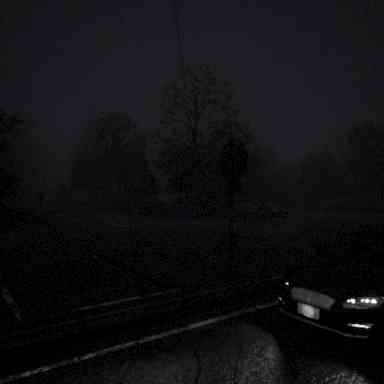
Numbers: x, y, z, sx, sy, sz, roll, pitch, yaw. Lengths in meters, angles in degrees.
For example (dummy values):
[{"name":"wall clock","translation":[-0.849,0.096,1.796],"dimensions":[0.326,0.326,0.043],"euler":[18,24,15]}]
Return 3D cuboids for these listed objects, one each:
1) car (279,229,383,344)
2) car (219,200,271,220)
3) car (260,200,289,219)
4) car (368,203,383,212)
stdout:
[{"name":"car","translation":[3.713,1.515,6.349],"dimensions":[4.902,1.511,2.128],"euler":[1,0,-36]},{"name":"car","translation":[4.363,1.702,29.663],"dimensions":[2.002,1.452,4.674],"euler":[1,-1,-36]},{"name":"car","translation":[6.905,1.585,31.563],"dimensions":[2.185,1.767,4.553],"euler":[1,-1,-36]},{"name":"car","translation":[26.742,2.134,45.650],"dimensions":[2.002,1.452,4.674],"euler":[1,-1,-35]}]
